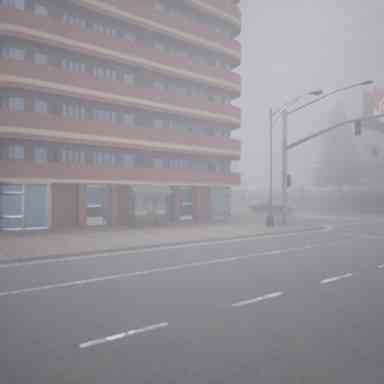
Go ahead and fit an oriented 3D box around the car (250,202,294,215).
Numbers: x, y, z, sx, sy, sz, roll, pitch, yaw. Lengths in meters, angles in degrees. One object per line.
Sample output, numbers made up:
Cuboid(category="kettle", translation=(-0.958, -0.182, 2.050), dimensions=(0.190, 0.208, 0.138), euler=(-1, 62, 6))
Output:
Cuboid(category="car", translation=(8.663, 1.719, 36.097), dimensions=(1.895, 1.301, 4.718), euler=(0, 0, -36))
